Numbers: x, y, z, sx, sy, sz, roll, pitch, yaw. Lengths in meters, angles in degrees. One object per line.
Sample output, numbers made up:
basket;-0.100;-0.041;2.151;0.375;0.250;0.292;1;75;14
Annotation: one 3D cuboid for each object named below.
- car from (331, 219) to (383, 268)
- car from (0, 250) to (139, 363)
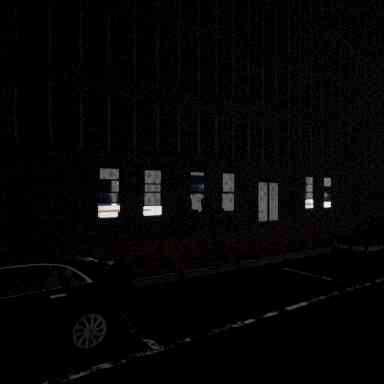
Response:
car;6.402;1.582;11.092;4.206;1.307;1.802;0;0;-35
car;-2.883;1.551;4.504;4.403;1.369;2.008;0;0;-35
